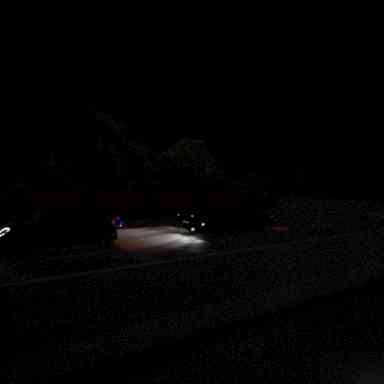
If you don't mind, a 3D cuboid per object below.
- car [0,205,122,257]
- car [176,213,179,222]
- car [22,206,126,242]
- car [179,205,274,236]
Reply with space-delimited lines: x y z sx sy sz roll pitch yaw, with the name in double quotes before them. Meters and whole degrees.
"car" -5.300 1.338 12.988 4.553 1.767 2.097 0 0 -36
"car" 1.291 1.541 22.086 4.718 1.301 1.895 0 0 -38
"car" -5.882 1.504 16.873 4.674 1.442 1.812 0 0 -36
"car" 2.210 1.494 18.414 5.357 1.411 2.033 0 0 -36
